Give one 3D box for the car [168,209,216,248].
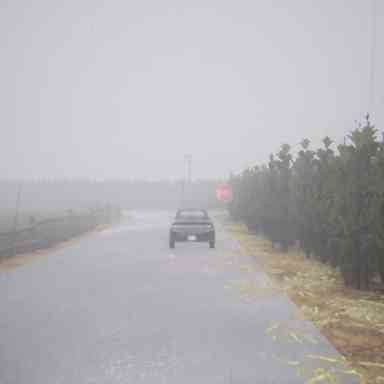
[{"bbox_3d":[0.000,1.492,14.650,2.128,1.511,4.902,0,0,0],"label":"car"}]
